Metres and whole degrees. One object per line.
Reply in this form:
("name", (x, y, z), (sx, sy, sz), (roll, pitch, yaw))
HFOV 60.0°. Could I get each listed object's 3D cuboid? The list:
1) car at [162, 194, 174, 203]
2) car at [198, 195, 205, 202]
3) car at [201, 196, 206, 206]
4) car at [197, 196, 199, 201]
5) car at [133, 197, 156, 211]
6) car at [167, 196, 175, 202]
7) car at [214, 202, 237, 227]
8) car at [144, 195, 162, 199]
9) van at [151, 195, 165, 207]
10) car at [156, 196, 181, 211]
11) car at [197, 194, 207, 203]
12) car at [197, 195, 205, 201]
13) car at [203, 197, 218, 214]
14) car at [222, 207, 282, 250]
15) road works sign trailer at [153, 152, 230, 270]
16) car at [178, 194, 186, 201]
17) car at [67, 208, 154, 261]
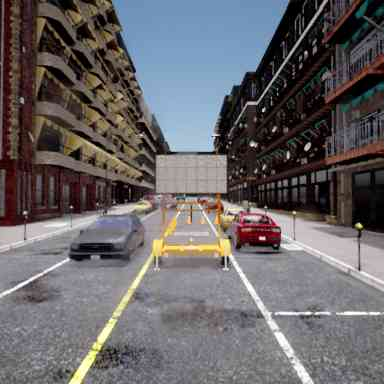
("car", (-5.417, 1.515, 75.237), (2.192, 1.841, 5.009), (1, 0, 0))
("car", (2.486, 1.675, 58.598), (1.887, 1.381, 4.507), (1, 0, 0))
("car", (2.514, 1.628, 42.006), (2.008, 1.369, 4.403), (1, 0, 0))
("car", (2.477, 1.697, 64.127), (1.887, 1.381, 4.507), (1, 0, 0))
("car", (-5.355, 1.588, 36.354), (1.752, 1.417, 4.829), (2, 0, 0))
("car", (-5.443, 1.818, 86.298), (1.947, 1.339, 4.313), (1, 0, 0))
("car", (2.553, 1.550, 20.054), (1.752, 1.417, 4.829), (1, 0, 0))
("car", (-5.360, 1.392, 42.056), (2.192, 1.841, 5.009), (2, 0, 0))
("van", (-5.379, 1.451, 53.114), (1.690, 1.788, 3.998), (2, 0, 0))
("car", (-2.820, 1.566, 41.166), (2.128, 1.511, 4.902), (0, 0, 0))
("car", (2.419, 1.540, 80.722), (2.192, 1.841, 5.009), (1, 0, 0))
("car", (2.396, 1.722, 91.784), (1.967, 1.590, 4.097), (1, 0, 0))
("car", (2.524, 1.607, 36.474), (1.887, 1.381, 4.507), (1, 0, 0))
("car", (2.562, 1.561, 14.352), (1.887, 1.381, 4.507), (1, 0, 0))
("road works sign trailer", (-0.018, 0.475, 11.014), (2.380, 3.560, 2.880), (0, 0, 0))
("car", (-2.901, 1.494, 89.611), (2.150, 2.045, 5.566), (0, -1, 0))
("car", (-2.868, 1.560, 12.528), (2.033, 1.411, 5.357), (0, 0, 0))
